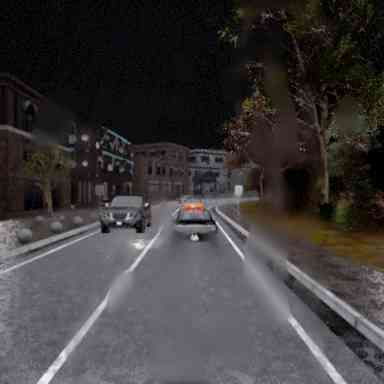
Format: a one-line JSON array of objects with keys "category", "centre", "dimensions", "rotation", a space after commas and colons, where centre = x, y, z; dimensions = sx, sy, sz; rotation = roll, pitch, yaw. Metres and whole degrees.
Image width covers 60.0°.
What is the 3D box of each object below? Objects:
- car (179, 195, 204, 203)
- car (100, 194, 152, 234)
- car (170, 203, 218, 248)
[{"category": "car", "centre": [0.108, 1.273, 31.472], "dimensions": [2.097, 1.767, 4.553], "rotation": [0, 0, 0]}, {"category": "car", "centre": [-3.603, 1.176, 19.204], "dimensions": [2.150, 2.045, 5.566], "rotation": [0, 0, 0]}, {"category": "car", "centre": [0.095, 1.459, 14.502], "dimensions": [2.128, 1.511, 4.902], "rotation": [0, 0, 0]}]
